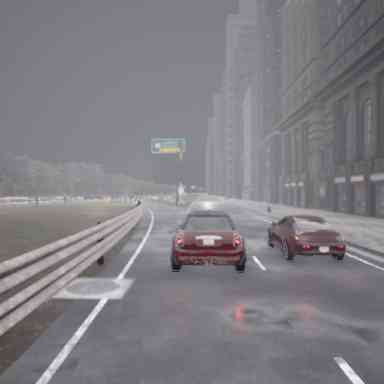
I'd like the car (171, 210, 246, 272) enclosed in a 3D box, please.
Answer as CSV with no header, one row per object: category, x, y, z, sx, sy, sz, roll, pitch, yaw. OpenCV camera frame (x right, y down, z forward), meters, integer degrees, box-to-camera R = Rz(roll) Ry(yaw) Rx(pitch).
car,0.509,1.387,11.148,2.097,1.767,4.553,0,0,2

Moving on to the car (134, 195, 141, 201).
car,-13.857,1.564,83.644,2.128,1.511,4.902,0,0,-14

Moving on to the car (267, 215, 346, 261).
car,4.037,1.564,12.307,1.812,1.442,4.674,0,0,2
